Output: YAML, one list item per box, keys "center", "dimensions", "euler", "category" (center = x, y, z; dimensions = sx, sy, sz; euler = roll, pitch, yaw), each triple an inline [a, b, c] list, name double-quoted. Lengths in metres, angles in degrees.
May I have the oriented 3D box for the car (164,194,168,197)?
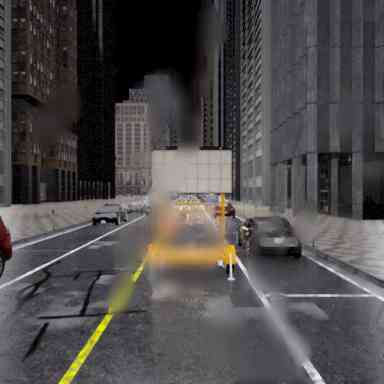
- center: [-5.742, 1.429, 57.634]
  dimensions: [1.967, 1.590, 4.097]
  euler: [0, 0, 0]
  category: "car"

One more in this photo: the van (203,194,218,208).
- center: [2.778, 1.332, 46.354]
  dimensions: [1.690, 1.788, 3.998]
  euler: [0, 0, 0]
  category: "van"

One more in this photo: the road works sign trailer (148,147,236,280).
- center: [0.004, 0.463, 9.896]
  dimensions: [2.380, 3.560, 2.880]
  euler: [0, 0, 0]
  category: "road works sign trailer"

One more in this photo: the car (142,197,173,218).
- center: [-3.086, 1.499, 30.730]
  dimensions: [1.837, 1.490, 4.892]
  euler: [0, 0, 0]
  category: "car"

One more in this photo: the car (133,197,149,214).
- center: [-5.751, 1.544, 35.071]
  dimensions: [2.008, 1.369, 4.403]
  euler: [0, 0, 0]
  category: "car"

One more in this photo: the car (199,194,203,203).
- center: [2.786, 1.570, 63.276]
  dimensions: [1.802, 1.307, 4.206]
  euler: [0, 0, 0]
  category: "car"

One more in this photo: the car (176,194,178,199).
- center: [-5.728, 1.525, 91.480]
  dimensions: [1.887, 1.381, 4.507]
  euler: [0, 0, 0]
  category: "car"

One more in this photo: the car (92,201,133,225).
- center: [-5.755, 1.562, 23.790]
  dimensions: [1.947, 1.339, 4.313]
  euler: [0, 0, 0]
  category: "car"

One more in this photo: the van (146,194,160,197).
- center: [-5.747, 1.333, 46.353]
  dimensions: [1.690, 1.788, 3.998]
  euler: [0, 0, 0]
  category: "van"

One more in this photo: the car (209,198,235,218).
- center: [2.772, 1.539, 29.432]
  dimensions: [1.887, 1.381, 4.507]
  euler: [0, 0, 0]
  category: "car"

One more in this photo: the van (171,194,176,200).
- center: [-5.731, 1.323, 85.839]
  dimensions: [1.690, 1.788, 3.998]
  euler: [0, 0, 0]
  category: "van"

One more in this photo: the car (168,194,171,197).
- center: [-5.740, 1.303, 63.276]
  dimensions: [2.192, 1.841, 5.009]
  euler: [0, 0, 0]
  category: "car"

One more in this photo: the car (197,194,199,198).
- center: [2.791, 1.551, 74.557]
  dimensions: [1.947, 1.339, 4.313]
  euler: [0, 0, 0]
  category: "car"

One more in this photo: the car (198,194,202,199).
- center: [2.789, 1.568, 68.917]
  dimensions: [1.802, 1.307, 4.206]
  euler: [0, 0, 0]
  category: "car"

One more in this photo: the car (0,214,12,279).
- center: [-5.764, 1.314, 6.867]
  dimensions: [2.192, 1.841, 5.009]
  euler: [0, 0, 0]
  category: "car"

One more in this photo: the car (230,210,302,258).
- center: [2.765, 1.564, 12.510]
  dimensions: [1.947, 1.339, 4.313]
  euler: [0, 0, 0]
  category: "car"
